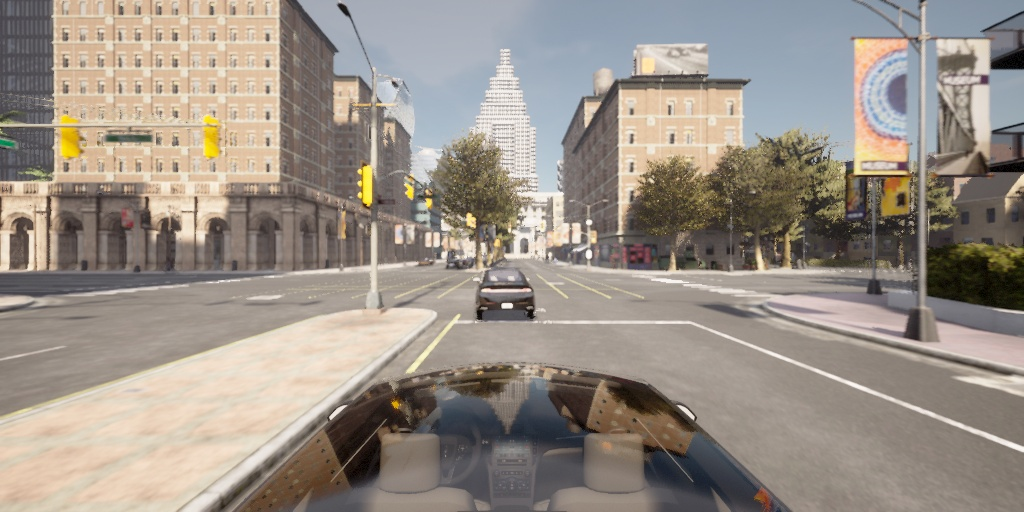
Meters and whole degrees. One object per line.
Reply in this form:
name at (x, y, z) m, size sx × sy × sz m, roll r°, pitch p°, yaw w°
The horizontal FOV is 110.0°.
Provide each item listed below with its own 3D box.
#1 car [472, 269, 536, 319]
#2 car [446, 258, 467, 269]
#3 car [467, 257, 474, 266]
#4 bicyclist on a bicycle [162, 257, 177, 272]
car at (-0.355, 1.198, 12.707) m, size 2.128 × 1.511 × 4.902 m, roll 0°, pitch 0°, yaw -5°
car at (-8.078, 1.043, 50.424) m, size 2.128 × 1.511 × 4.902 m, roll 0°, pitch 0°, yaw 0°
car at (-8.019, 1.075, 60.198) m, size 1.994 × 1.385 × 4.181 m, roll 0°, pitch 0°, yaw 1°
bicyclist on a bicycle at (-37.297, 0.899, 39.044) m, size 0.582 × 1.620 × 1.656 m, roll 0°, pitch 1°, yaw 0°
